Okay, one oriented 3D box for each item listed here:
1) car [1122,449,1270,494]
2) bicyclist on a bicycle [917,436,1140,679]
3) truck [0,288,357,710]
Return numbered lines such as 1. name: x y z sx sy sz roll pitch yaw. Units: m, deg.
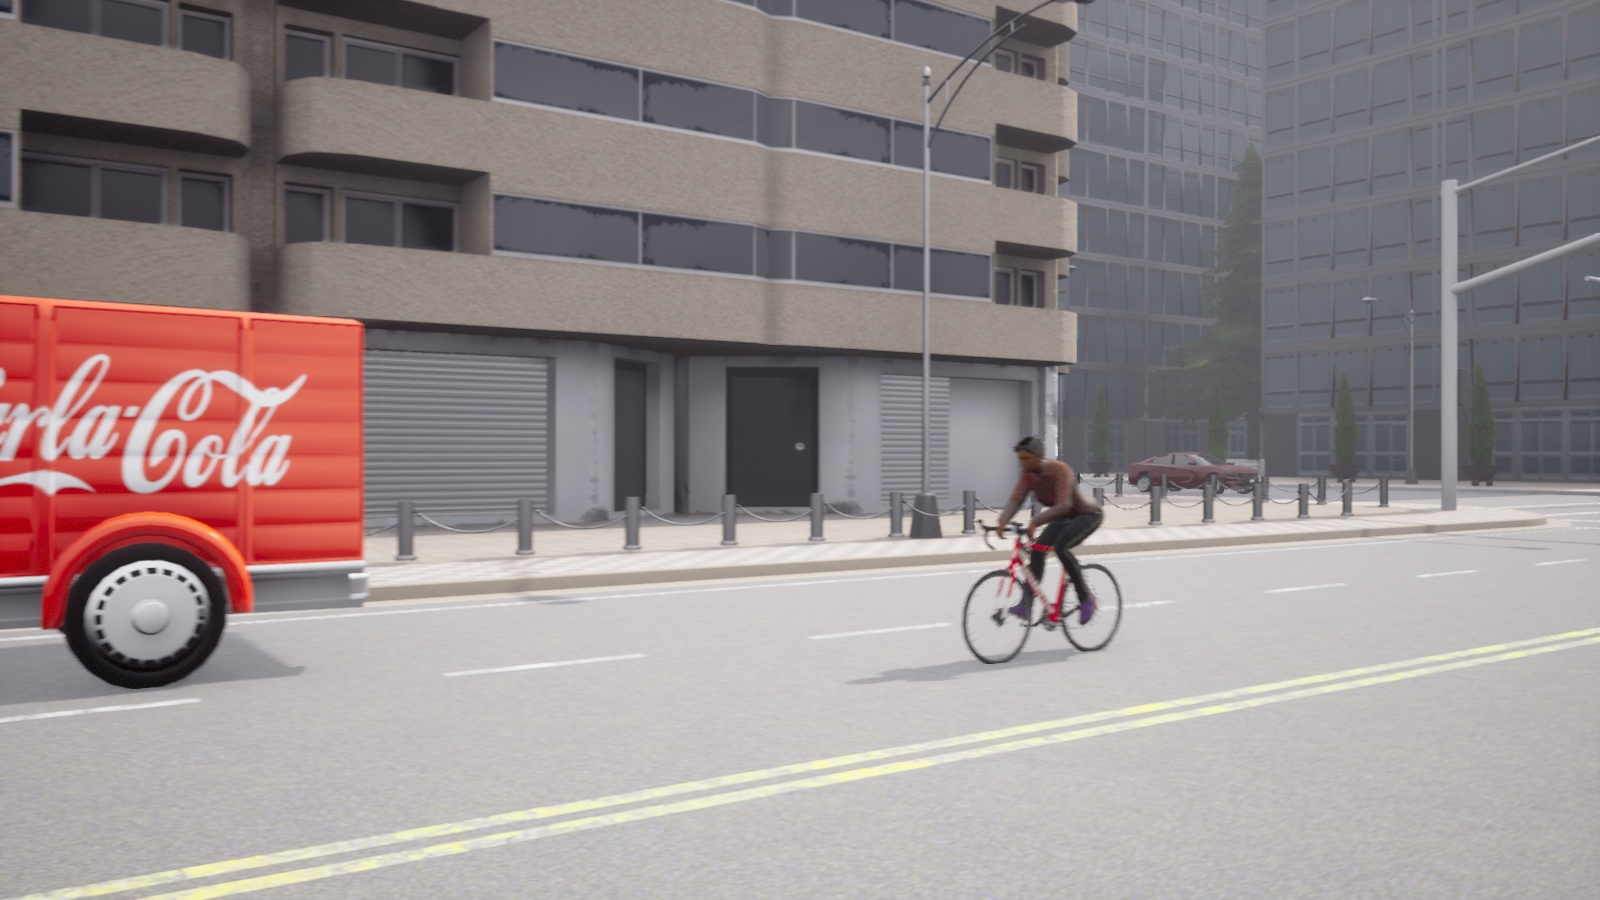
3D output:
1. car: 14.267 0.748 45.521 1.882 1.535 5.008 0 0 -34
2. bicyclist on a bicycle: 1.674 0.716 9.088 1.656 1.620 0.582 0 0 -35
3. truck: -5.888 0.290 8.091 5.204 2.467 2.627 0 0 -35
